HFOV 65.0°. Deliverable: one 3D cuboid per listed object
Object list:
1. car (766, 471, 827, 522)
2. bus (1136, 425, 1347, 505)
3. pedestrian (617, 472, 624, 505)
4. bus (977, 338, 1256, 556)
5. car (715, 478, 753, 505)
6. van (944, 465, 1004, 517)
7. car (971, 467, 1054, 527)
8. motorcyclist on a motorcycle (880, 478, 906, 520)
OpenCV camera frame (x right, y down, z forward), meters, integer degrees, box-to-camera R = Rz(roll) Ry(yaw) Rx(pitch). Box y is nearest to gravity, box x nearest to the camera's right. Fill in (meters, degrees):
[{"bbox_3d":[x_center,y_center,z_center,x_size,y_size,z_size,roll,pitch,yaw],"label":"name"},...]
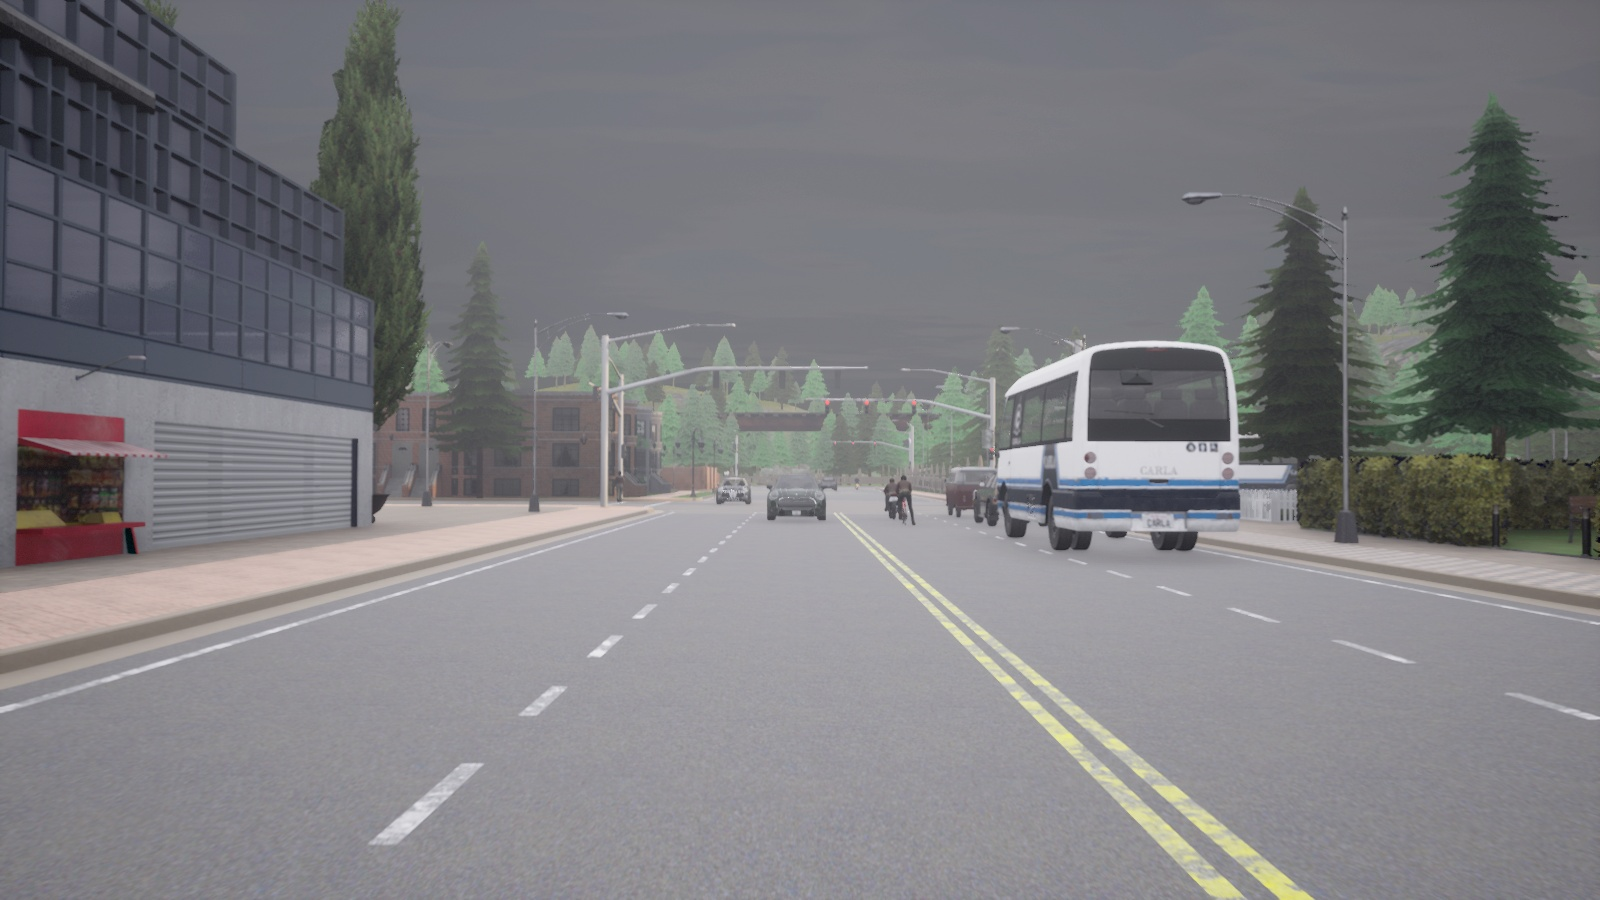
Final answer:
[{"bbox_3d":[-0.111,1.657,45.629,2.097,1.767,4.553,0,-1,0],"label":"car"},{"bbox_3d":[24.319,0.839,69.712,10.273,4.253,3.944,0,-1,0],"label":"bus"},{"bbox_3d":[-10.501,2.228,73.372,0.402,1.930,0.666,0,-1,-8],"label":"pedestrian"},{"bbox_3d":[6.923,0.054,29.719,3.944,4.253,10.273,0,-1,0],"label":"bus"},{"bbox_3d":[-3.670,2.309,70.456,1.970,1.475,3.806,0,-1,0],"label":"car"},{"bbox_3d":[6.878,1.619,50.098,1.775,1.987,4.442,0,-1,0],"label":"van"},{"bbox_3d":[6.900,1.493,41.206,1.932,1.855,4.605,0,-1,0],"label":"car"},{"bbox_3d":[3.389,1.777,46.084,0.797,1.523,2.044,0,-1,0],"label":"motorcyclist on a motorcycle"}]
